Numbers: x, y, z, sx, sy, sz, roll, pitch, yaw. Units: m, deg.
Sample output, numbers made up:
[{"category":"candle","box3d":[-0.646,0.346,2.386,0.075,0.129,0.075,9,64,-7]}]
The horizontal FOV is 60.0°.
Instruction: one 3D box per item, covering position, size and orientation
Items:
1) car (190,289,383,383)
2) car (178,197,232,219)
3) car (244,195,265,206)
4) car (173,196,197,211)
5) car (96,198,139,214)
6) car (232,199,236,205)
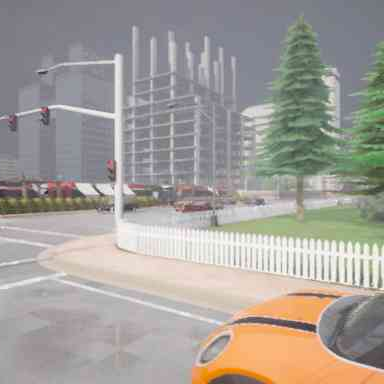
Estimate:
[{"category":"car","box3d":[2.170,1.353,2.400,4.553,1.767,2.097,0,0,36]},{"category":"car","box3d":[1.227,1.449,29.029,1.882,1.535,5.008,0,0,34]},{"category":"car","box3d":[10.334,1.351,55.134,2.097,1.767,4.553,0,0,34]},{"category":"car","box3d":[-0.266,1.310,39.617,2.097,1.767,4.553,0,0,34]},{"category":"car","box3d":[-7.721,1.429,34.845,1.882,1.535,5.008,0,0,34]},{"category":"car","box3d":[5.542,1.516,54.349,1.994,1.385,4.181,0,0,35]}]
